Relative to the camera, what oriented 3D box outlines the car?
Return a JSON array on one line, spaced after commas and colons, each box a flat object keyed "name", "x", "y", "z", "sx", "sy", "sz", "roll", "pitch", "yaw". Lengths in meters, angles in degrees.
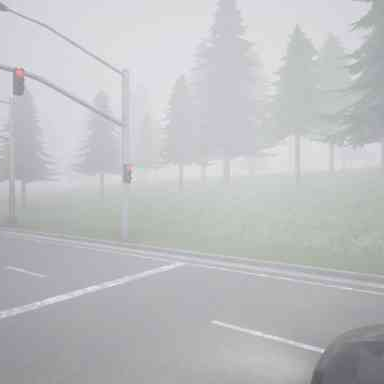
[{"name": "car", "x": 3.161, "y": 1.505, "z": 1.732, "sx": 4.892, "sy": 1.490, "sz": 1.837, "roll": 0, "pitch": 0, "yaw": 35}]
